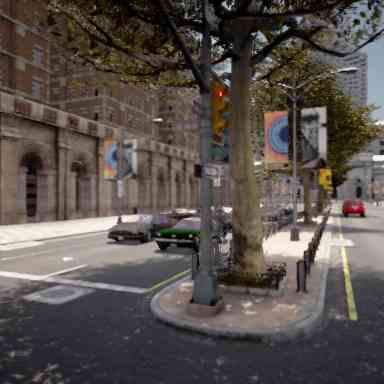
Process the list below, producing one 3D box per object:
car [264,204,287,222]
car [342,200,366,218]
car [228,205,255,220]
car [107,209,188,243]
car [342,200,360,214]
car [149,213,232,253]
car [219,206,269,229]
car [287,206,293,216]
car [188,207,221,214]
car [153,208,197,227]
[{"bbox_3d":[7.937,1.994,33.574,2.097,1.767,4.553,0,-1,24],"label":"car"},{"bbox_3d":[19.631,1.996,40.239,2.150,2.045,5.566,0,-1,23],"label":"car"},{"bbox_3d":[5.516,2.226,36.776,1.812,1.442,4.674,0,-1,24],"label":"car"},{"bbox_3d":[-2.391,1.898,18.509,2.033,1.411,5.357,0,-1,23],"label":"car"},{"bbox_3d":[23.763,2.179,49.802,2.150,2.045,5.566,0,-1,23],"label":"car"},{"bbox_3d":[0.132,1.897,15.523,1.895,1.301,4.718,0,-1,23],"label":"car"},{"bbox_3d":[3.960,2.013,24.383,2.033,1.411,5.357,0,-1,23],"label":"car"},{"bbox_3d":[11.951,2.418,42.751,1.895,1.301,4.718,0,-1,24],"label":"car"},{"bbox_3d":[1.511,2.028,27.537,1.837,1.490,4.892,0,-1,23],"label":"car"},{"bbox_3d":[-1.369,2.140,28.814,1.895,1.301,4.718,0,-1,23],"label":"car"}]
